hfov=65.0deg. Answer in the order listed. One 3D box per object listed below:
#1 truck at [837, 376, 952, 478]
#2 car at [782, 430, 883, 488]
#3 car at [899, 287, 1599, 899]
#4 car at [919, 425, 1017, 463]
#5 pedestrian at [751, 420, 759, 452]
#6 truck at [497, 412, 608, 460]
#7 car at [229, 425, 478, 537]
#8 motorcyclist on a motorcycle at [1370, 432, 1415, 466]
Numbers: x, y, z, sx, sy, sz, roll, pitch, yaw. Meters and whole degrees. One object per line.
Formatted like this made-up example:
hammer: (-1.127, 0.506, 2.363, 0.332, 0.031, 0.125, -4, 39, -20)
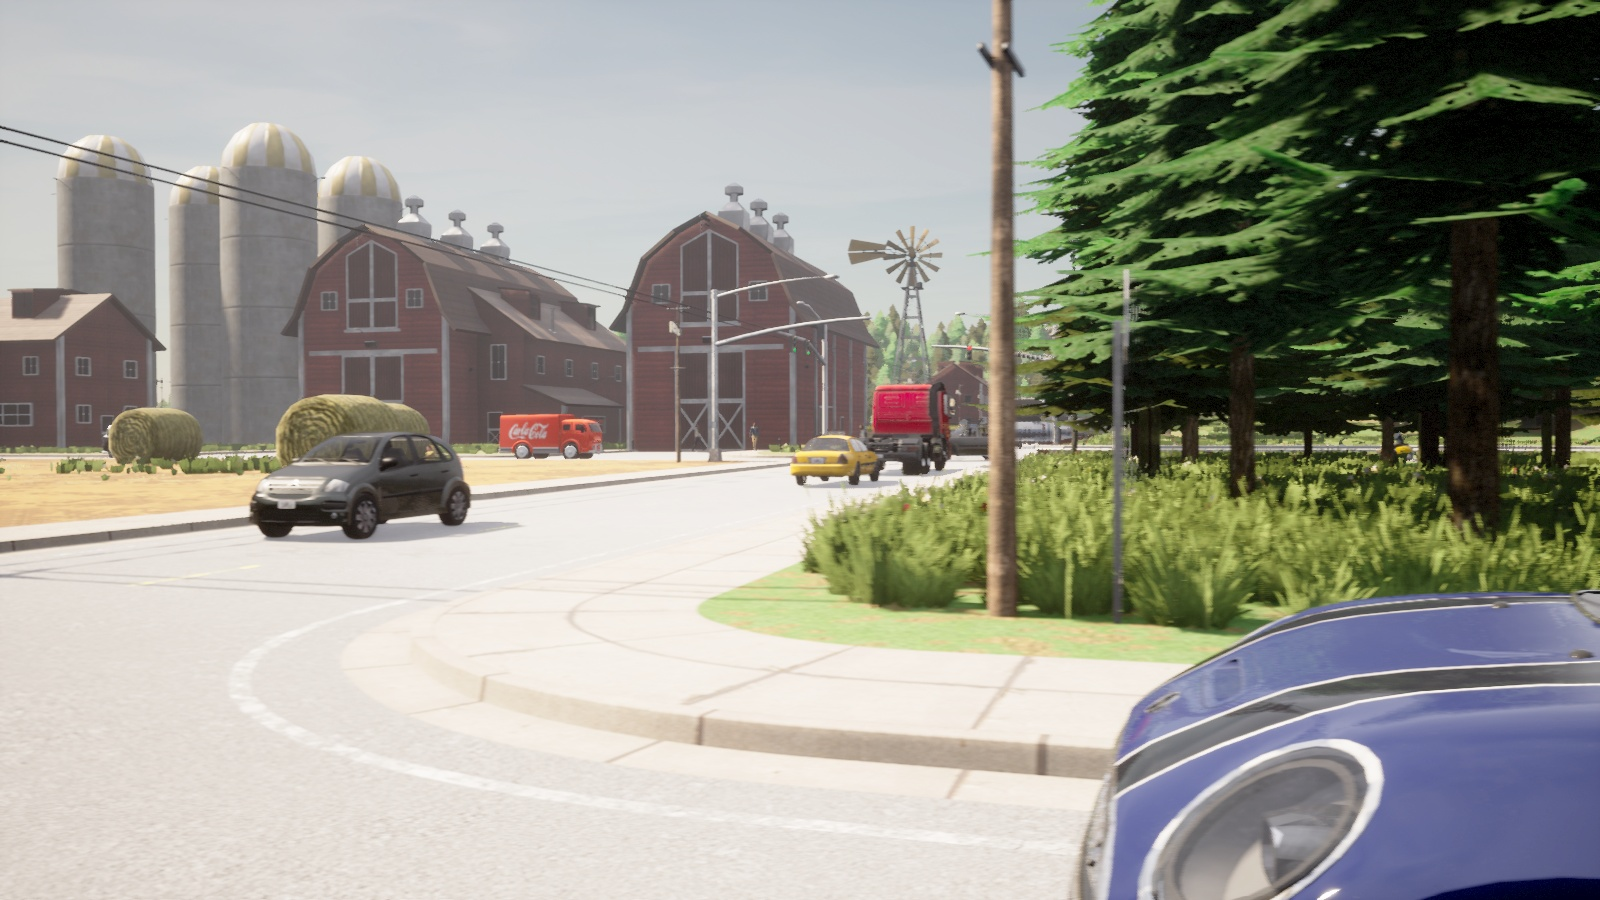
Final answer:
truck: (3.693, -0.855, 47.138, 2.891, 3.462, 7.936, 0, 1, 15)
car: (1.045, 0.215, 37.164, 1.801, 1.575, 5.366, 0, 1, 15)
car: (2.649, 0.658, 2.306, 4.553, 1.767, 2.097, 0, 1, 18)
car: (8.532, -0.315, 63.911, 4.605, 1.855, 1.932, 0, 1, -11)
pedestrian: (-2.817, -0.879, 78.288, 0.423, 1.949, 0.788, 0, 1, -10)
truck: (-13.184, -0.770, 67.057, 5.204, 2.467, 2.627, 0, 1, 14)
car: (-7.045, 0.411, 20.287, 1.851, 1.617, 3.988, 0, 1, 15)
motorcyclist on a motorcycle: (28.502, -0.063, 60.437, 1.817, 1.590, 0.866, 0, 1, 14)
